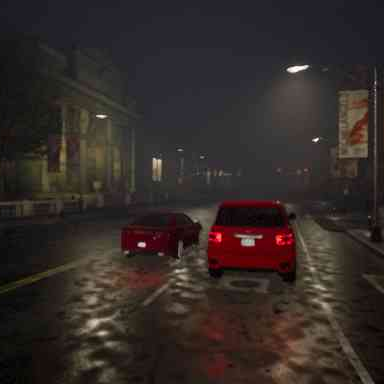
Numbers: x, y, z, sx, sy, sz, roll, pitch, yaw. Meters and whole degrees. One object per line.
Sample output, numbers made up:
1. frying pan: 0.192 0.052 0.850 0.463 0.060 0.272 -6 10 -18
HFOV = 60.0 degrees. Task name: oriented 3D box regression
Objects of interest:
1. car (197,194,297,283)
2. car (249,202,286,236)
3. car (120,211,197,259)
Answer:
1. car: 1.917 1.217 10.024 2.150 2.045 5.566 0 0 14
2. car: 4.547 1.471 19.614 1.882 1.535 5.008 0 0 16
3. car: -0.940 1.462 12.670 1.882 1.535 5.008 0 0 14
